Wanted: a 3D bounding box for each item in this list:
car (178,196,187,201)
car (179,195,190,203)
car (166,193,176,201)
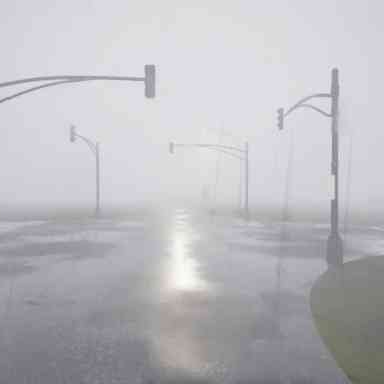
[{"bbox_3d":[-2.234,1.559,79.963,1.895,1.301,4.718,0,0,-4],"label":"car"},{"bbox_3d":[-1.630,1.384,69.889,2.097,1.767,4.553,0,0,-3],"label":"car"},{"bbox_3d":[-4.617,1.013,73.981,2.097,1.767,4.553,0,0,-3],"label":"car"}]
